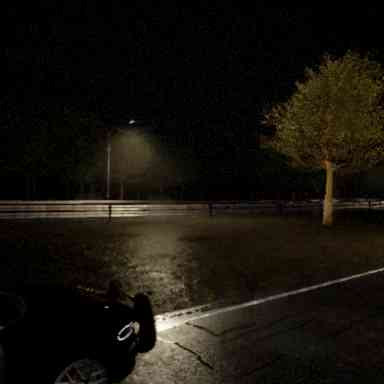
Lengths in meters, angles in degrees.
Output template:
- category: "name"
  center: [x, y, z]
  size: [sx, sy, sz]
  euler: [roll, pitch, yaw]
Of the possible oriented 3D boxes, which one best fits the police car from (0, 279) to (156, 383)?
- category: "police car"
  center: [-2.839, 1.432, 3.130]
  size: [5.238, 1.638, 1.930]
  euler: [1, 0, -35]
